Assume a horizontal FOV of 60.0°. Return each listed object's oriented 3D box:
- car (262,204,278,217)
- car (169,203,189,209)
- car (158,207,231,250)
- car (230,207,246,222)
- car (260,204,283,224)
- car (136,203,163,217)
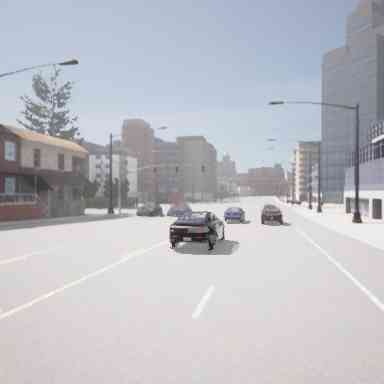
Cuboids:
[{"bbox_3d":[9.956,2.343,42.672,1.837,1.490,4.892,0,-1,12],"label":"car"},{"bbox_3d":[-1.479,2.093,40.024,2.097,1.767,4.553,0,-1,12],"label":"car"},{"bbox_3d":[0.348,1.628,15.077,2.128,1.511,4.902,0,-1,12],"label":"car"},{"bbox_3d":[4.180,2.182,32.645,2.033,1.411,5.357,0,-1,12],"label":"car"},{"bbox_3d":[7.315,2.101,30.590,2.128,1.511,4.902,0,-1,12],"label":"car"},{"bbox_3d":[-5.055,2.075,40.093,2.097,1.767,4.553,0,-1,13],"label":"car"}]
